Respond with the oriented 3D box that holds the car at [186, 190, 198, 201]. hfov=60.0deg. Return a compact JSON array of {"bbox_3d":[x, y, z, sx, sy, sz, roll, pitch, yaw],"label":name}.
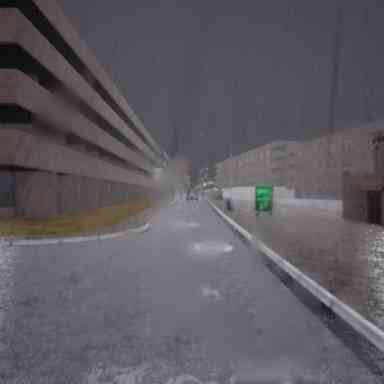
[{"bbox_3d":[0.016,0.797,56.743,2.033,1.411,5.357,0,1,0],"label":"car"}]
